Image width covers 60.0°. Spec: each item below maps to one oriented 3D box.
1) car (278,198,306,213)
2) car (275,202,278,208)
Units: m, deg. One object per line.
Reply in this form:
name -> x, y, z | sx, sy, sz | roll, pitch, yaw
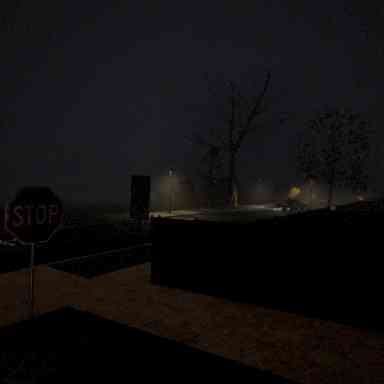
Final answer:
car -> 12.404, 1.656, 40.173 | 1.837, 1.490, 4.892 | 4, 2, 33
car -> 13.367, 1.537, 46.687 | 2.033, 1.411, 5.357 | 4, 2, 33
